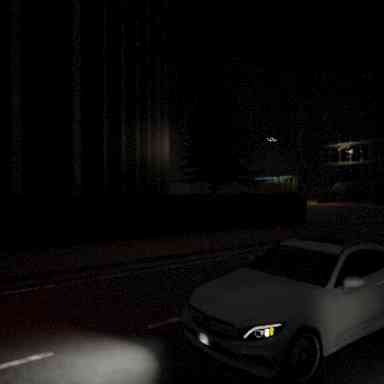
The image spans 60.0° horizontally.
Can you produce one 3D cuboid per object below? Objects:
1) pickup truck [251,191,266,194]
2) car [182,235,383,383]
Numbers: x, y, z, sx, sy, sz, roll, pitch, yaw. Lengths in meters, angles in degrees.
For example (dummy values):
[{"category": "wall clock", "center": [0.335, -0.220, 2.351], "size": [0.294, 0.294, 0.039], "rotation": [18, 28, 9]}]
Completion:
[{"category": "pickup truck", "center": [13.591, 0.813, 67.007], "size": [2.390, 2.098, 6.274], "rotation": [0, 0, -6]}, {"category": "car", "center": [2.046, 1.503, 5.423], "size": [4.674, 1.442, 1.812], "rotation": [-1, 0, -35]}]
